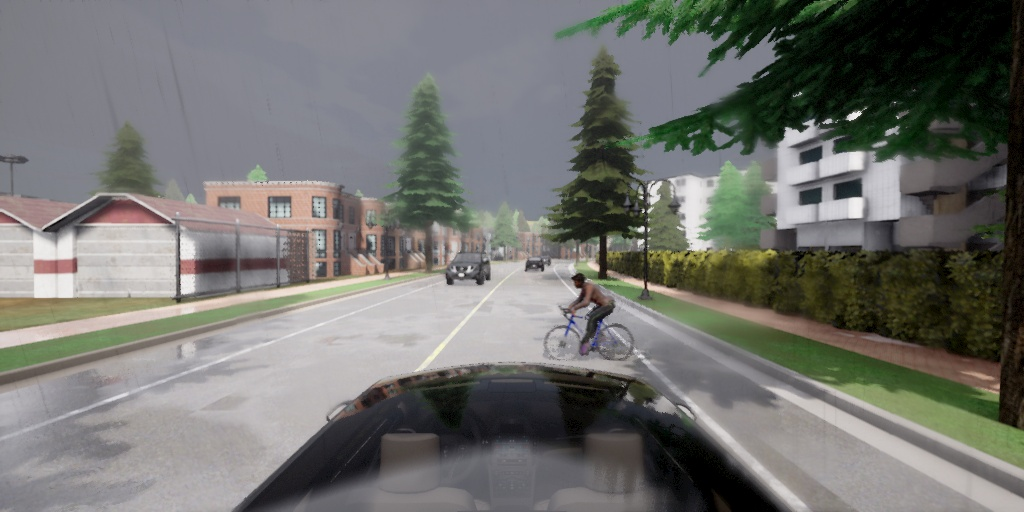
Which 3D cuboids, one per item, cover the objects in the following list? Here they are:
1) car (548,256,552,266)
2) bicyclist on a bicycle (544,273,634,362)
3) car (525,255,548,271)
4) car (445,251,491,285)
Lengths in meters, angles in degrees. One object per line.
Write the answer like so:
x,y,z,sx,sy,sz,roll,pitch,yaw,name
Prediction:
4.758,0.661,52.701,2.128,1.511,4.902,0,0,10,car
1.400,1.143,6.580,1.656,1.620,0.582,-2,1,1,bicyclist on a bicycle
2.529,0.809,38.474,1.882,1.535,5.008,0,1,7,car
-2.708,0.714,23.358,2.150,2.045,5.566,0,1,4,car
